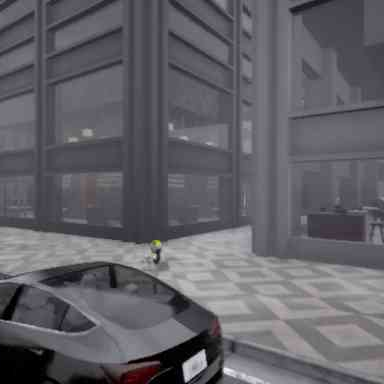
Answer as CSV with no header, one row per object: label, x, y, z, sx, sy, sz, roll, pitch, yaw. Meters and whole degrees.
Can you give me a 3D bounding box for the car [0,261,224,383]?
car,-1.665,1.566,4.150,4.313,1.339,1.947,0,0,36
